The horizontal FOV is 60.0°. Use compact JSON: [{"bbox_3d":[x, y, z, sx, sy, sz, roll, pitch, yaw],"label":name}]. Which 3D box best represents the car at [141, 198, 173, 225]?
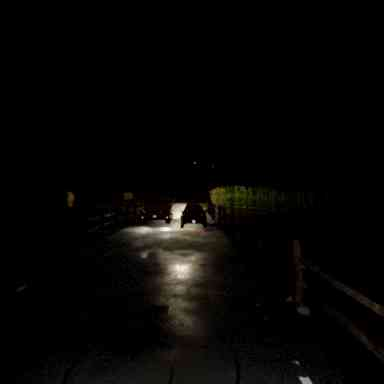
[{"bbox_3d":[-2.740,1.498,27.279,2.150,2.045,5.566,0,-1,0],"label":"car"}]

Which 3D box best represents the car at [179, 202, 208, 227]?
[{"bbox_3d":[0.124,1.760,25.079,1.837,1.490,4.892,0,0,0],"label":"car"}]
